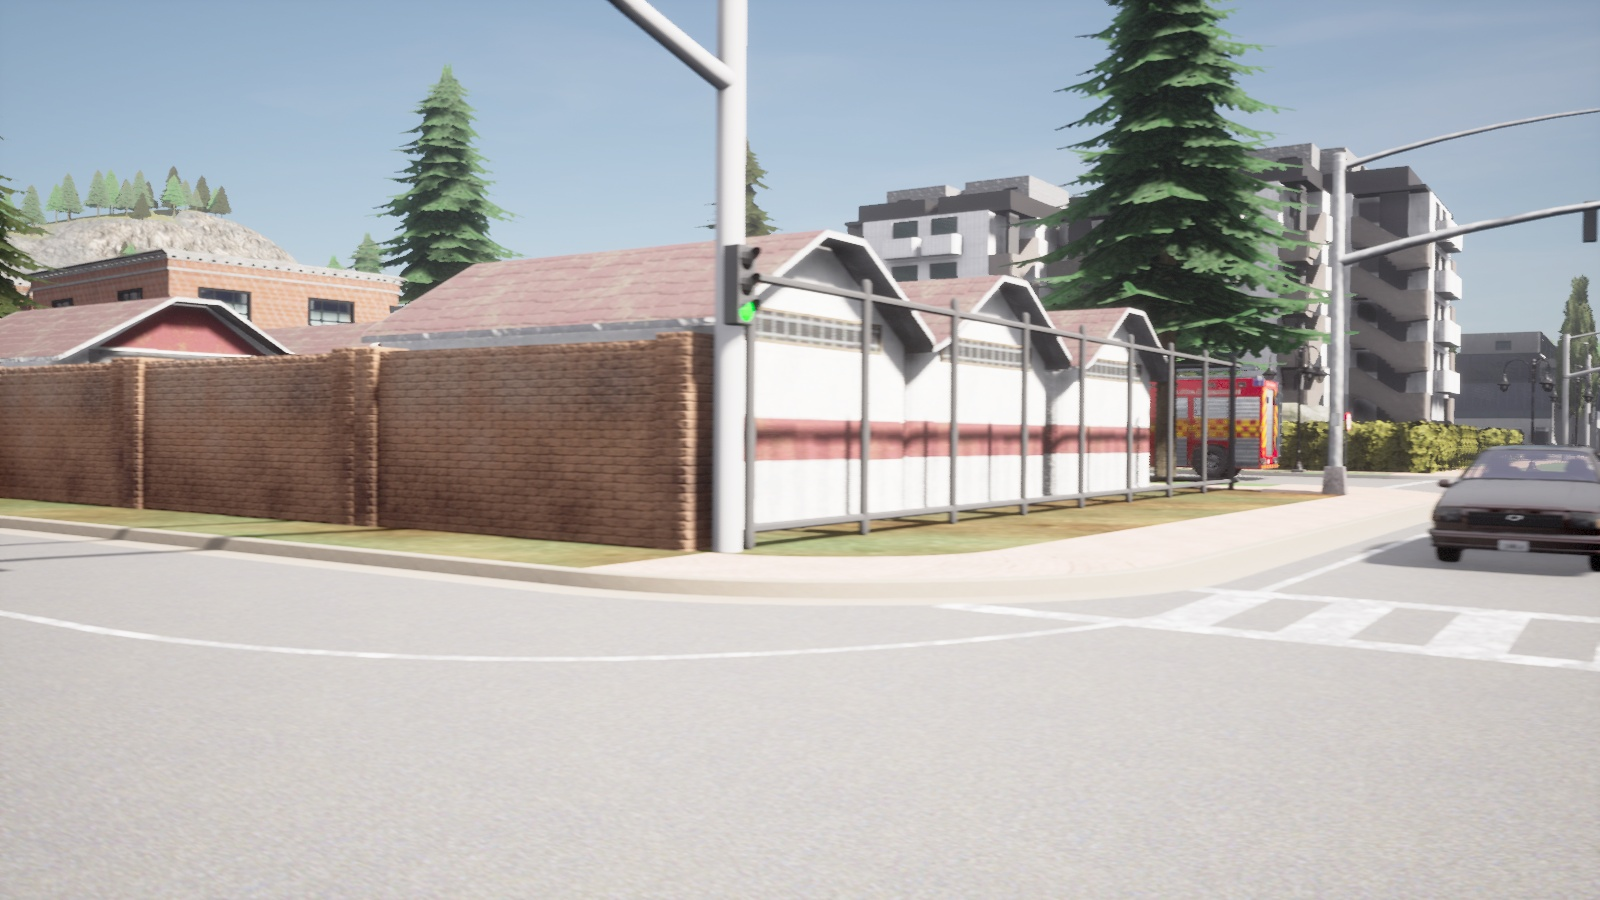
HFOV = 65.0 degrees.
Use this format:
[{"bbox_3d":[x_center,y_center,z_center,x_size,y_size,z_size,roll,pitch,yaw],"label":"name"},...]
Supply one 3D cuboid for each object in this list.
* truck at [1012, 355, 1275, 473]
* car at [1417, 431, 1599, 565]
[{"bbox_3d":[12.033,-1.186,44.339,8.468,3.827,2.891,0,1,31],"label":"truck"},{"bbox_3d":[9.430,0.476,15.939,2.033,1.411,5.357,0,1,35],"label":"car"}]
